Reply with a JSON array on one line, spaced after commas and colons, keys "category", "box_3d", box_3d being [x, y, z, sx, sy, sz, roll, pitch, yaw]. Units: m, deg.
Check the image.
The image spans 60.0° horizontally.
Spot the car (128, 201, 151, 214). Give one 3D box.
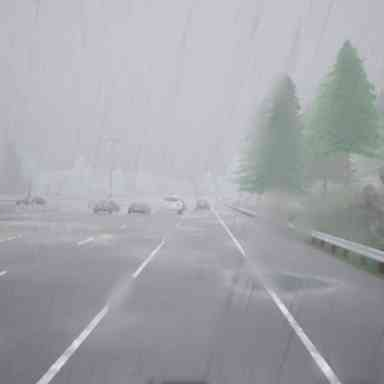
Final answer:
[{"category": "car", "box_3d": [-5.843, 1.744, 37.333, 1.994, 1.385, 4.181, 2, -1, 3]}]

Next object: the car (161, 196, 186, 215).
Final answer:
[{"category": "car", "box_3d": [-2.254, 1.524, 38.996, 2.150, 2.045, 5.566, 2, -1, 2]}]

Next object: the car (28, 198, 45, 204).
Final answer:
[{"category": "car", "box_3d": [-19.727, 0.994, 40.776, 1.994, 1.385, 4.181, 2, -1, 2]}]

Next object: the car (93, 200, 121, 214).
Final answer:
[{"category": "car", "box_3d": [-9.360, 1.615, 36.892, 2.033, 1.411, 5.357, 2, -1, 2]}]

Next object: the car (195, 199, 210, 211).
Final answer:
[{"category": "car", "box_3d": [1.623, 1.881, 50.039, 2.097, 1.767, 4.553, 2, -1, 3]}]
